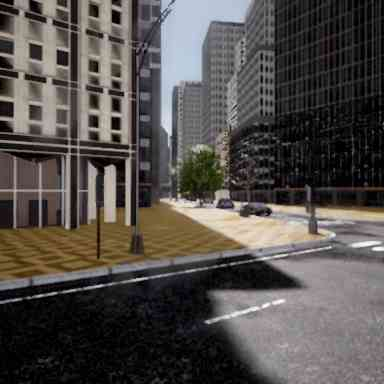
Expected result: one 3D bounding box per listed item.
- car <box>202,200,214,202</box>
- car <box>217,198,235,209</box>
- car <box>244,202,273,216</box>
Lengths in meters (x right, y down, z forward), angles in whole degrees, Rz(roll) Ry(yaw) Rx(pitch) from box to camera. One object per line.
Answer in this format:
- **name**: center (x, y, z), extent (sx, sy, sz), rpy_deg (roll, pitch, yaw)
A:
- **car**: center (3.233, 1.854, 68.383), extent (2.033, 1.411, 5.357), rpy_deg (0, -1, -7)
- **car**: center (5.260, 1.789, 52.209), extent (2.097, 1.767, 4.553), rpy_deg (0, -1, -7)
- **car**: center (7.231, 1.842, 37.010), extent (2.033, 1.411, 5.357), rpy_deg (0, -1, -7)
